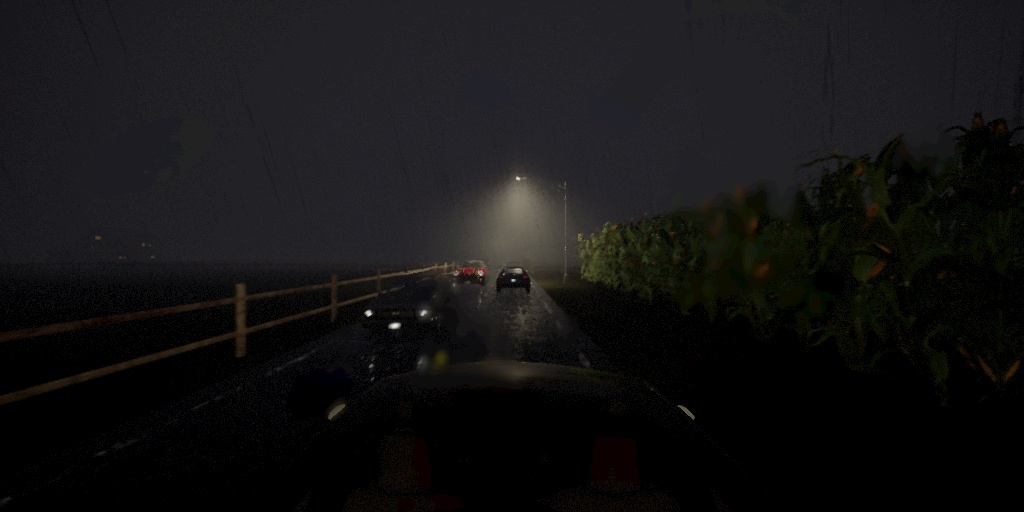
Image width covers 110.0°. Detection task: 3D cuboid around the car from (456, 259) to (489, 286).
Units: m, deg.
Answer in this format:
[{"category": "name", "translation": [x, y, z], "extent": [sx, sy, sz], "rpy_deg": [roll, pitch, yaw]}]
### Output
[{"category": "car", "translation": [-2.791, 1.099, 25.141], "extent": [2.097, 1.767, 4.553], "rpy_deg": [0, 0, 1]}]

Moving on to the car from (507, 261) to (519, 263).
[{"category": "car", "translation": [0.109, 1.289, 40.050], "extent": [2.033, 1.411, 5.357], "rpy_deg": [0, 0, 0]}]

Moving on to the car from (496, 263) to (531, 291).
[{"category": "car", "translation": [0.085, 1.312, 21.790], "extent": [1.994, 1.385, 4.181], "rpy_deg": [0, 0, 0]}]

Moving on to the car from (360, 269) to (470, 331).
[{"category": "car", "translation": [-2.791, 1.298, 11.271], "extent": [2.033, 1.411, 5.357], "rpy_deg": [0, 0, 1]}]
